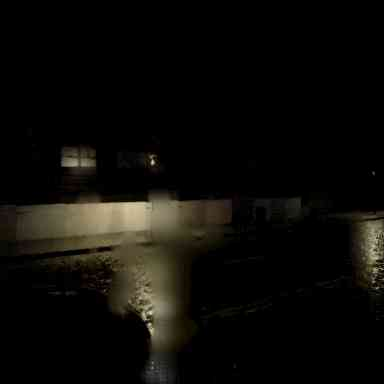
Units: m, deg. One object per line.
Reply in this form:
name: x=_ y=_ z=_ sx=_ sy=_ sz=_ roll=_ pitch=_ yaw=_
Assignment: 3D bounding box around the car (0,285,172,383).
car: x=-2.718 y=1.232 z=1.498 sx=5.566 sy=2.045 sz=2.150 roll=0 pitch=0 yaw=-36
